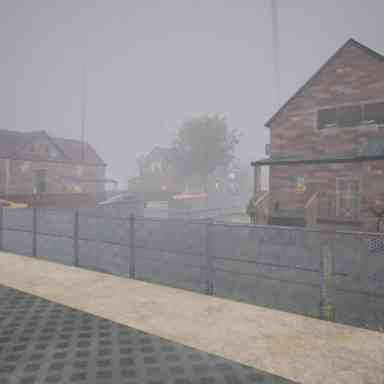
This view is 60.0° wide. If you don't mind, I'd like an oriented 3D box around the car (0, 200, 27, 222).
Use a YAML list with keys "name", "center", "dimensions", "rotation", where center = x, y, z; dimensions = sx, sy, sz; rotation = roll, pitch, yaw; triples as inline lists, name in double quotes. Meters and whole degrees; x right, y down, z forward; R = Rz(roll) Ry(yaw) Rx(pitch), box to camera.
- name: "car"
  center: [-12.441, 1.189, 19.803]
  dimensions: [1.882, 1.535, 5.008]
  rotation: [1, 2, 35]

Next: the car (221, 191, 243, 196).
- name: "car"
  center: [5.632, 0.581, 45.255]
  dimensions: [1.895, 1.301, 4.718]
  rotation: [1, 2, 36]

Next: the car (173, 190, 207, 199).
- name: "car"
  center: [-0.170, 0.564, 37.107]
  dimensions: [2.097, 1.767, 4.553]
  rotation: [1, 2, 36]

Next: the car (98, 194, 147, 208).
- name: "car"
  center: [-5.985, 0.954, 28.920]
  dimensions: [1.837, 1.490, 4.892]
  rotation: [1, 2, 35]
